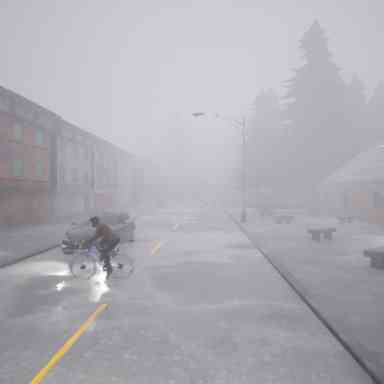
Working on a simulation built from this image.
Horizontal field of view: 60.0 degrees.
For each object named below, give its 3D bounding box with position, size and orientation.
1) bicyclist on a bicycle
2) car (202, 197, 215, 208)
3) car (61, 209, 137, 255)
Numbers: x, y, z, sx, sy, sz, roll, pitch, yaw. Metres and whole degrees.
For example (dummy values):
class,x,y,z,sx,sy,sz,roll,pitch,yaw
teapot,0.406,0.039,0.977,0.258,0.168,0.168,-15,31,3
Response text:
class,x,y,z,sx,sy,sz,roll,pitch,yaw
bicyclist on a bicycle,-2.318,1.452,8.502,1.656,1.620,0.582,-1,0,3
car,2.384,1.526,48.463,1.812,1.442,4.674,0,0,3
car,-3.520,1.503,13.395,1.837,1.490,4.892,0,0,3
